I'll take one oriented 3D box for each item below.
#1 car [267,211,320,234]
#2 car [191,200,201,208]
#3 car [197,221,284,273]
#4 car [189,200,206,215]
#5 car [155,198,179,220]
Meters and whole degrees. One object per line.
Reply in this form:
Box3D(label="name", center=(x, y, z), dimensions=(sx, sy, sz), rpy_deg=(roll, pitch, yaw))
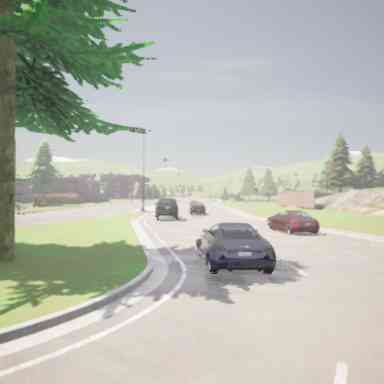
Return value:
Box3D(label="car", center=(6.439, 1.886, 21.570), dimensions=(1.994, 1.385, 4.181), rpy_deg=(0, -1, -11))
Box3D(label="car", center=(0.814, 2.400, 69.183), dimensions=(1.882, 1.535, 5.008), rpy_deg=(0, -1, 1))
Box3D(label="car", center=(1.332, 1.721, 11.266), dimensions=(1.994, 1.385, 4.181), rpy_deg=(1, -1, -4))
Box3D(label="car", center=(0.735, 2.036, 41.750), dimensions=(1.882, 1.535, 5.008), rpy_deg=(0, 0, -2))
Box3D(label="car", center=(-2.486, 1.649, 33.222), dimensions=(2.150, 2.045, 5.566), rpy_deg=(0, -1, -5))
